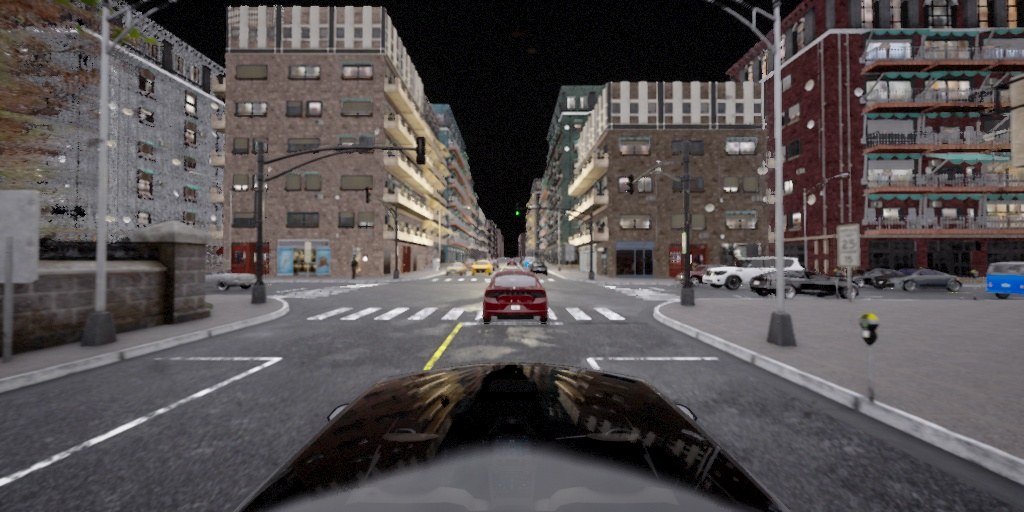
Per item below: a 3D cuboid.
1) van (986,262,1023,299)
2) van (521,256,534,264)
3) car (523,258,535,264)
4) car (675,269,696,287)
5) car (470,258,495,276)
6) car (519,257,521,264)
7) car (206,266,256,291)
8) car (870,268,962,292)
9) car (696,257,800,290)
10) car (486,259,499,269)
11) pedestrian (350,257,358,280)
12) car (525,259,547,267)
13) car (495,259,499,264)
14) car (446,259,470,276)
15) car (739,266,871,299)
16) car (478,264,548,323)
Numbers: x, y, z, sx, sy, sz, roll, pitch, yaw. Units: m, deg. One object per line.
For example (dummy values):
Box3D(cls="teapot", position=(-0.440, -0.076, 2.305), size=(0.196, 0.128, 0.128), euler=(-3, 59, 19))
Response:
Box3D(cls="van", position=(24.808, 1.153, 16.632), size=(3.998, 1.789, 1.690), euler=(0, 0, 1))
Box3D(cls="van", position=(2.689, 1.050, 53.903), size=(1.690, 1.789, 3.998), euler=(0, 0, 0))
Box3D(cls="car", position=(2.689, 1.267, 42.618), size=(2.007, 1.370, 4.403), euler=(0, 0, 0))
Box3D(cls="car", position=(13.636, 1.329, 25.142), size=(4.097, 1.591, 1.967), euler=(0, 0, 1))
Box3D(cls="car", position=(-3.103, 1.198, 37.666), size=(1.882, 1.535, 5.008), euler=(0, 0, 0))
Box3D(cls="car", position=(2.689, 1.227, 65.358), size=(1.751, 1.417, 4.829), euler=(0, 0, 0))
Box3D(cls="car", position=(-16.671, 1.224, 19.691), size=(4.718, 1.301, 1.895), euler=(0, -1, 1))
Box3D(cls="car", position=(25.109, 1.475, 22.419), size=(4.181, 1.385, 1.994), euler=(0, -1, 2))
Box3D(cls="car", position=(15.100, 1.075, 22.533), size=(5.566, 2.045, 2.150), euler=(0, -1, 2))
Box3D(cls="car", position=(-3.064, 1.232, 57.766), size=(1.812, 1.442, 4.674), euler=(0, 0, 0))
Box3D(cls="pedestrian", position=(-12.540, 0.934, 28.415), size=(0.375, 1.860, 0.375), euler=(0, -1, 1))
Box3D(cls="car", position=(2.690, 1.287, 36.975), size=(1.948, 1.339, 4.313), euler=(0, 0, 0))
Box3D(cls="car", position=(-3.098, 1.261, 47.627), size=(2.033, 1.411, 5.357), euler=(0, 0, 0))
Box3D(cls="car", position=(-5.691, 1.246, 36.805), size=(1.751, 1.417, 4.829), euler=(0, 0, 0))
Box3D(cls="car", position=(13.533, 1.314, 16.764), size=(4.313, 1.339, 1.948), euler=(0, 0, 1))
Box3D(cls="car", position=(0.098, 1.219, 12.045), size=(1.882, 1.535, 5.008), euler=(0, 0, 0))
